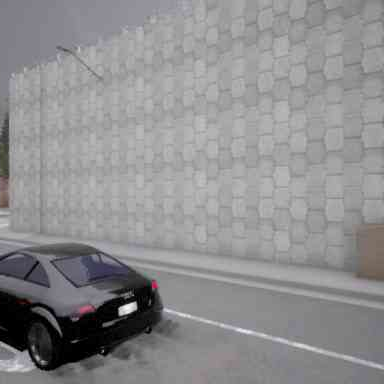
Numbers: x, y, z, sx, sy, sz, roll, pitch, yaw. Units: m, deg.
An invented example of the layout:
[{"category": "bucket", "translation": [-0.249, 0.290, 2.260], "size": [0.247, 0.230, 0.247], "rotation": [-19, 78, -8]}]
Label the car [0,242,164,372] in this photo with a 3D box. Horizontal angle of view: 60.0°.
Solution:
[{"category": "car", "translation": [-2.518, 1.599, 5.781], "size": [4.181, 1.385, 1.994], "rotation": [0, 0, 36]}]
